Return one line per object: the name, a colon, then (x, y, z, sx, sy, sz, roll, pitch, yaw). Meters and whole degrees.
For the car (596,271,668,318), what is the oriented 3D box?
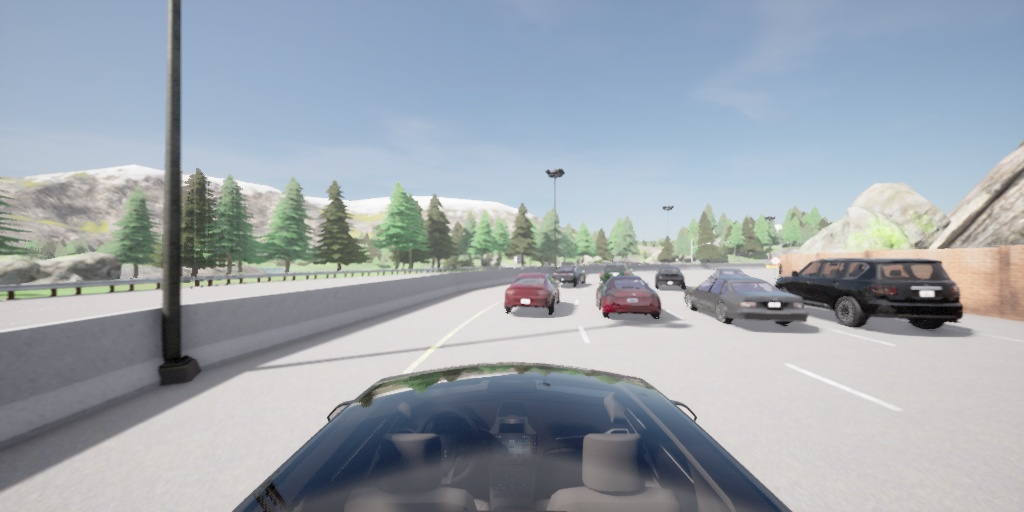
car: (4.286, 1.435, 13.670, 1.994, 1.385, 4.181, 0, 0, 10)

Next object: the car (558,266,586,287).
car: (4.449, 1.503, 27.580, 2.128, 1.511, 4.902, 0, 0, 22)

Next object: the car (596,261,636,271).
car: (7.731, 1.348, 26.347, 2.097, 1.767, 4.553, 0, -1, 22)

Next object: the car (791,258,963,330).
car: (11.034, 1.076, 11.817, 2.150, 2.045, 5.566, 0, 0, 9)

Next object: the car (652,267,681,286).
car: (11.058, 1.493, 25.253, 1.837, 1.490, 4.892, 0, 0, 22)

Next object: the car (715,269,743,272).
car: (13.976, 1.513, 23.199, 2.033, 1.411, 5.357, 0, -1, 21)

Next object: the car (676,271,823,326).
car: (7.561, 1.404, 12.262, 2.033, 1.411, 5.357, 0, -1, 9)

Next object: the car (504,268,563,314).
car: (0.899, 1.404, 14.545, 1.812, 1.442, 4.674, 0, 0, 11)
